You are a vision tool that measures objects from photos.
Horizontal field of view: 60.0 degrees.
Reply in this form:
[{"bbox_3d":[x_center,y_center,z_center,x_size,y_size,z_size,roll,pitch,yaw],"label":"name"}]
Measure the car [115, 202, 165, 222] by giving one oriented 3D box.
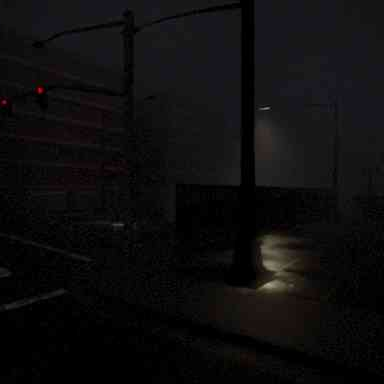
[{"bbox_3d":[-4.073,1.525,26.776,1.812,1.442,4.674,0,0,35],"label":"car"}]
